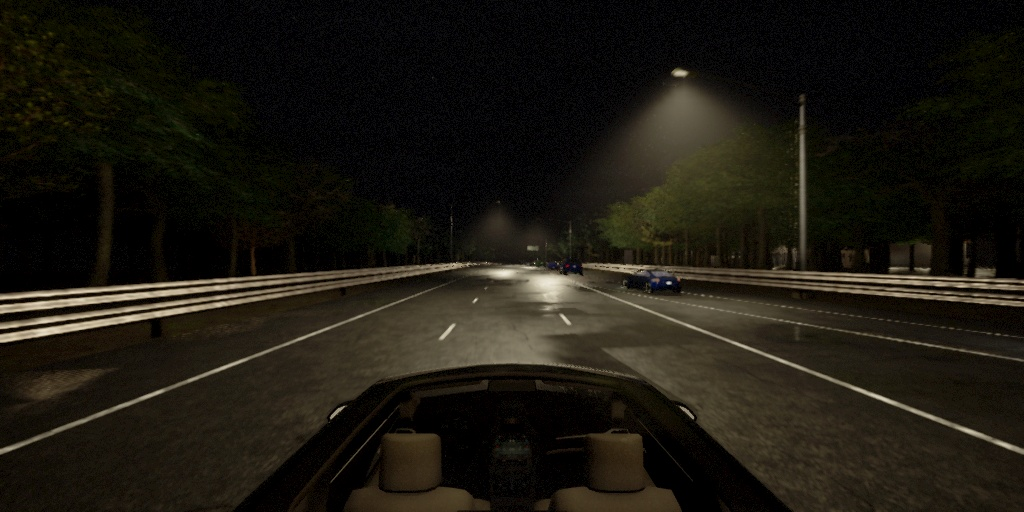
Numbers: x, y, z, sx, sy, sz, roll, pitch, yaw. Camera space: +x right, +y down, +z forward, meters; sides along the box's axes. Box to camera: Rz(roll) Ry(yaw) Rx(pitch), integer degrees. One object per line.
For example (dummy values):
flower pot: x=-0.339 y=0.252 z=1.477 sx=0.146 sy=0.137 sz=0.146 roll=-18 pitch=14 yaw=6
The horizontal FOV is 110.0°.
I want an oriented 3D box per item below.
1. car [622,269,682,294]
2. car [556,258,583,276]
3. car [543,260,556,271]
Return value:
car: x=8.445 y=1.492 z=21.968 sx=1.994 sy=1.385 sz=4.181 roll=0 pitch=0 yaw=-9
car: x=7.003 y=1.304 z=42.898 sx=2.150 sy=2.045 sz=5.566 roll=0 pitch=0 yaw=0
car: x=7.017 y=1.799 z=62.876 sx=1.812 sy=1.442 sz=4.674 roll=0 pitch=-1 yaw=0
